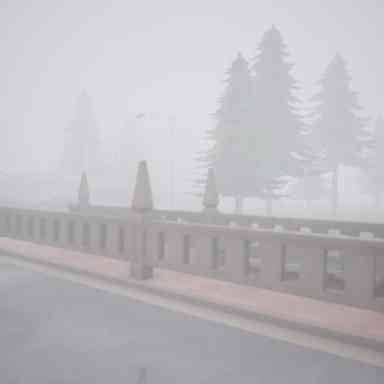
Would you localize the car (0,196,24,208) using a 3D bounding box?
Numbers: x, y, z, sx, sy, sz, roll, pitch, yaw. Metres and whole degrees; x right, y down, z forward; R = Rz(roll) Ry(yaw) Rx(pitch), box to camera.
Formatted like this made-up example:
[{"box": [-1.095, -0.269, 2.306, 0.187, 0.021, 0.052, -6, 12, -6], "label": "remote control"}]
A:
[{"box": [-13.052, 1.163, 19.862, 1.837, 1.490, 4.892, -2, -1, 29], "label": "car"}]

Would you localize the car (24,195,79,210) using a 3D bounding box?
[{"box": [-13.013, 1.018, 31.733, 1.882, 1.535, 5.008, 1, 1, 38], "label": "car"}]
